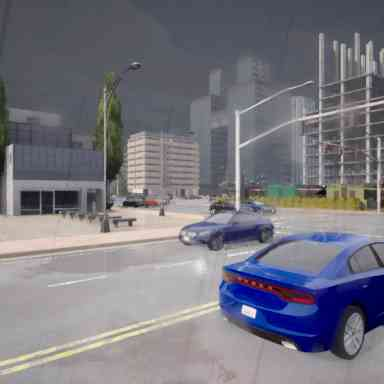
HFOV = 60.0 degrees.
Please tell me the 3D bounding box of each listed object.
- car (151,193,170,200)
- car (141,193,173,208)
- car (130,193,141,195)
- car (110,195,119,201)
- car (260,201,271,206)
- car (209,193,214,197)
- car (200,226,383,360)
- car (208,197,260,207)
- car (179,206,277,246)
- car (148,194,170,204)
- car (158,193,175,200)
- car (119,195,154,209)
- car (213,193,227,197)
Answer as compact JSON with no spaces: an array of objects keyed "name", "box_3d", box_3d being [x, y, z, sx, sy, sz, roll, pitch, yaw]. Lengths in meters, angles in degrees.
[{"name":"car","box_3d":[-8.433,1.153,89.468,4.605,1.855,1.932,0,0,-38]},{"name":"car","box_3d":[-5.172,1.353,48.756,2.097,1.767,4.553,0,0,-36]},{"name":"car","box_3d":[-12.114,1.225,70.328,2.150,2.045,5.566,0,0,-36]},{"name":"car","box_3d":[-14.664,1.242,61.923,1.812,1.442,4.674,0,0,-36]},{"name":"car","box_3d":[6.245,1.526,33.112,1.812,1.442,4.674,0,0,-36]},{"name":"car","box_3d":[5.287,1.156,71.613,3.866,1.878,1.905,0,0,-38]},{"name":"car","box_3d":[2.715,1.478,6.075,5.008,1.535,1.882,0,0,-38]},{"name":"car","box_3d":[3.579,1.504,30.808,1.837,1.490,4.892,0,0,-36]},{"name":"car","box_3d":[1.623,1.526,14.180,4.674,1.442,1.812,0,0,-38]},{"name":"car","box_3d":[-6.246,1.352,62.435,2.097,1.767,4.553,0,0,-36]},{"name":"car","box_3d":[-6.711,1.156,87.142,3.866,1.878,1.905,0,0,-38]},{"name":"car","box_3d":[-7.834,1.547,46.458,2.033,1.411,5.357,0,0,-36]},{"name":"car","box_3d":[7.044,1.395,69.312,3.806,1.475,1.970,0,0,-38]}]
